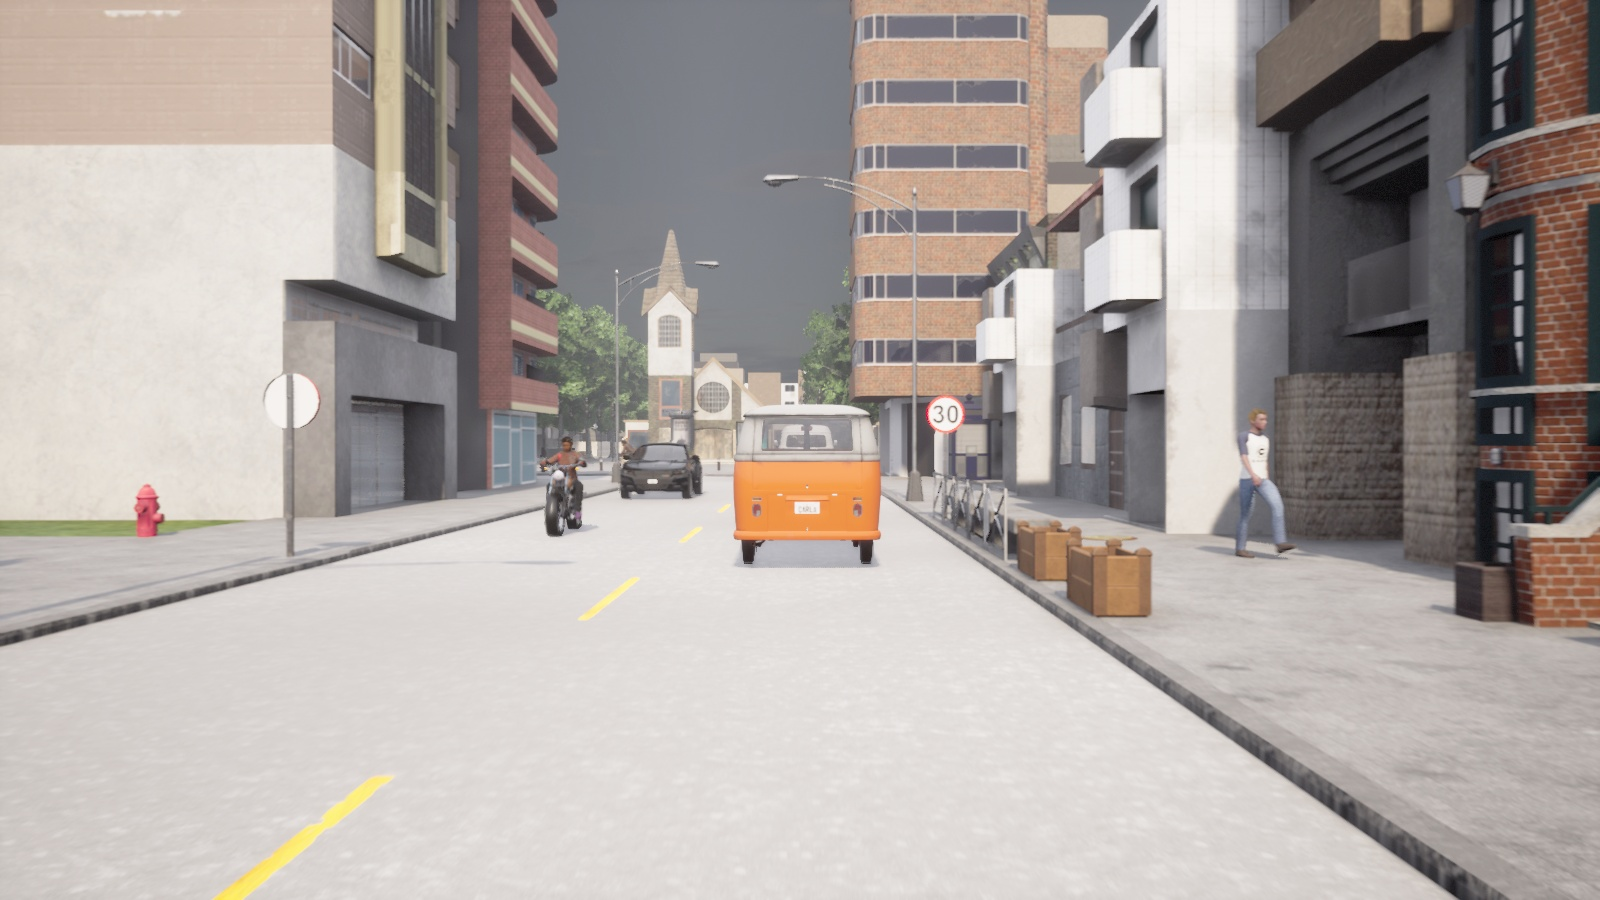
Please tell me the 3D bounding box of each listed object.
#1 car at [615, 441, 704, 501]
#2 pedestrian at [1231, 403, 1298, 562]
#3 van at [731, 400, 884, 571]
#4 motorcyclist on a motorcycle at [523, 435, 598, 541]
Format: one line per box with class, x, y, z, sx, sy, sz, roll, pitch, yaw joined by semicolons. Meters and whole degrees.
car;-3.797;0.525;34.784;1.882;1.535;5.008;0;0;0
pedestrian;5.495;0.377;14.884;0.354;1.836;0.706;0;0;-22
van;0.097;0.404;16.830;1.775;1.987;4.442;0;0;0
motorcyclist on a motorcycle;-3.884;0.578;20.581;0.766;1.649;2.350;0;0;0
